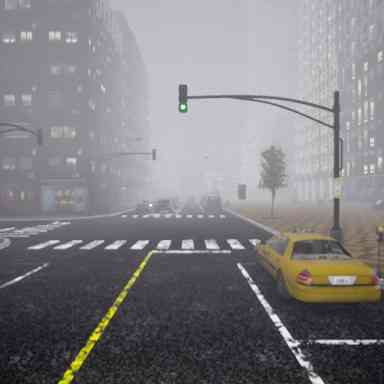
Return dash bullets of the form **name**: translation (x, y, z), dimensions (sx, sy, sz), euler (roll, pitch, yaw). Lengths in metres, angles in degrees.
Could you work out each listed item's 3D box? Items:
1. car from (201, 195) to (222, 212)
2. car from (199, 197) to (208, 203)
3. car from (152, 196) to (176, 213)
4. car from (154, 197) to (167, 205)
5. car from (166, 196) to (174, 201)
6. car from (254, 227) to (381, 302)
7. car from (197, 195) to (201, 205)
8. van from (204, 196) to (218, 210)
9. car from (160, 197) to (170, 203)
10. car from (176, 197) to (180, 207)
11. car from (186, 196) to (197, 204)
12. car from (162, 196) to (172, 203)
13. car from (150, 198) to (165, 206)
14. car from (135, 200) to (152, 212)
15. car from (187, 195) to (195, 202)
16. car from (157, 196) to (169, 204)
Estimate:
- **car**: translation (2.574, 1.408, 40.464), dimensions (2.192, 1.841, 5.009), euler (0, 0, 0)
- **car**: translation (2.484, 1.750, 73.622), dimensions (1.887, 1.381, 4.507), euler (0, 0, 0)
- **car**: translation (-3.206, 1.593, 38.640), dimensions (1.837, 1.490, 4.892), euler (0, 0, 0)
- **car**: translation (-5.866, 1.710, 62.545), dimensions (1.887, 1.381, 4.507), euler (0, 0, 0)
- **car**: translation (-5.941, 1.794, 90.009), dimensions (1.752, 1.417, 4.829), euler (0, 0, 0)
- **car**: translation (2.664, 1.541, 8.220), dimensions (1.752, 1.417, 4.829), euler (0, 0, 0)
- **car**: translation (2.513, 1.480, 62.569), dimensions (2.192, 1.841, 5.009), euler (0, 0, 0)
- **van**: translation (2.559, 1.450, 45.989), dimensions (1.690, 1.788, 3.998), euler (0, 0, 0)
- **car**: translation (-5.896, 1.787, 73.599), dimensions (1.802, 1.307, 4.206), euler (0, 0, 0)
- **car**: translation (-3.231, 1.610, 49.040), dimensions (2.128, 1.511, 4.902), euler (0, 0, 0)
- **car**: translation (-0.192, 1.743, 69.648), dimensions (1.994, 1.385, 4.181), euler (0, 0, 0)
- **car**: translation (-5.912, 1.666, 79.126), dimensions (1.967, 1.590, 4.097), euler (0, 0, 0)
- **car**: translation (-5.850, 1.696, 57.019), dimensions (2.008, 1.369, 4.403), euler (0, 0, 0)
- **car**: translation (-5.804, 1.644, 40.440), dimensions (2.008, 1.369, 4.403), euler (0, 0, 0)
- **car**: translation (-0.219, 1.619, 79.649), dimensions (1.882, 1.535, 5.008), euler (0, 0, 0)
- **car**: translation (-5.882, 1.625, 68.073), dimensions (1.967, 1.590, 4.097), euler (0, 0, 0)
